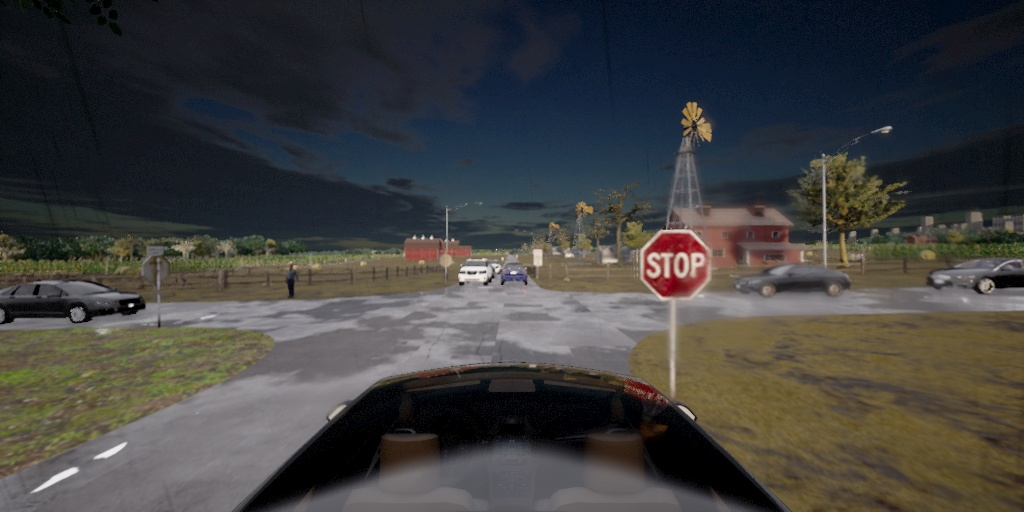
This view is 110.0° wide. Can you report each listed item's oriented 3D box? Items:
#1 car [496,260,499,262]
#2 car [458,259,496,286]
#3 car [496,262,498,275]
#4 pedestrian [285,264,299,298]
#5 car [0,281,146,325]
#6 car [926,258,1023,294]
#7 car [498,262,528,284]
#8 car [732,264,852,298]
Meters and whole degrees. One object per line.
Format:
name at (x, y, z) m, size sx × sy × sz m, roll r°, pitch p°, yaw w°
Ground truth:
car at (-2.692, 1.544, 49.639) m, size 2.150 × 2.045 × 5.566 m, roll 0°, pitch -1°, yaw 0°
car at (-2.816, 1.240, 28.776) m, size 2.150 × 2.045 × 5.566 m, roll 0°, pitch -1°, yaw 2°
car at (-2.729, 1.703, 39.154) m, size 2.033 × 1.411 × 5.357 m, roll 0°, pitch -1°, yaw 0°
pedestrian at (-12.097, 1.357, 19.628) m, size 0.375 × 1.860 × 0.375 m, roll 0°, pitch 2°, yaw 0°
car at (-16.958, 1.696, 13.696) m, size 4.892 × 1.490 × 1.837 m, roll -1°, pitch 1°, yaw 1°
car at (21.941, 0.868, 16.329) m, size 4.902 × 1.511 × 2.128 m, roll -1°, pitch 1°, yaw 0°
car at (0.188, 1.384, 30.104) m, size 2.097 × 1.767 × 4.553 m, roll 0°, pitch -1°, yaw 0°
car at (12.742, 1.093, 16.446) m, size 4.674 × 1.442 × 1.812 m, roll -1°, pitch 1°, yaw 2°
